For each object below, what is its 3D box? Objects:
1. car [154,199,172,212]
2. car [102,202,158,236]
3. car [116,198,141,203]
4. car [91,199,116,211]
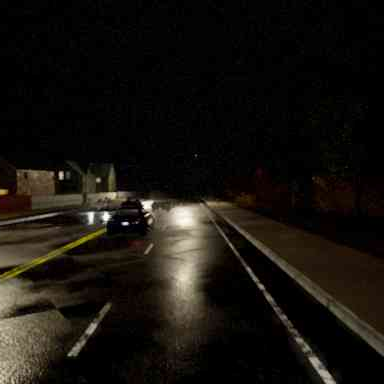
[{"bbox_3d":[-3.239,1.415,36.185,1.895,1.301,4.718,0,0,0],"label":"car"},{"bbox_3d":[-3.191,1.476,17.891,1.994,1.385,4.181,0,0,0],"label":"car"},{"bbox_3d":[-6.606,1.378,36.596,1.994,1.385,4.181,0,0,0],"label":"car"},{"bbox_3d":[-9.846,1.411,37.319,1.895,1.301,4.718,0,0,0],"label":"car"}]
